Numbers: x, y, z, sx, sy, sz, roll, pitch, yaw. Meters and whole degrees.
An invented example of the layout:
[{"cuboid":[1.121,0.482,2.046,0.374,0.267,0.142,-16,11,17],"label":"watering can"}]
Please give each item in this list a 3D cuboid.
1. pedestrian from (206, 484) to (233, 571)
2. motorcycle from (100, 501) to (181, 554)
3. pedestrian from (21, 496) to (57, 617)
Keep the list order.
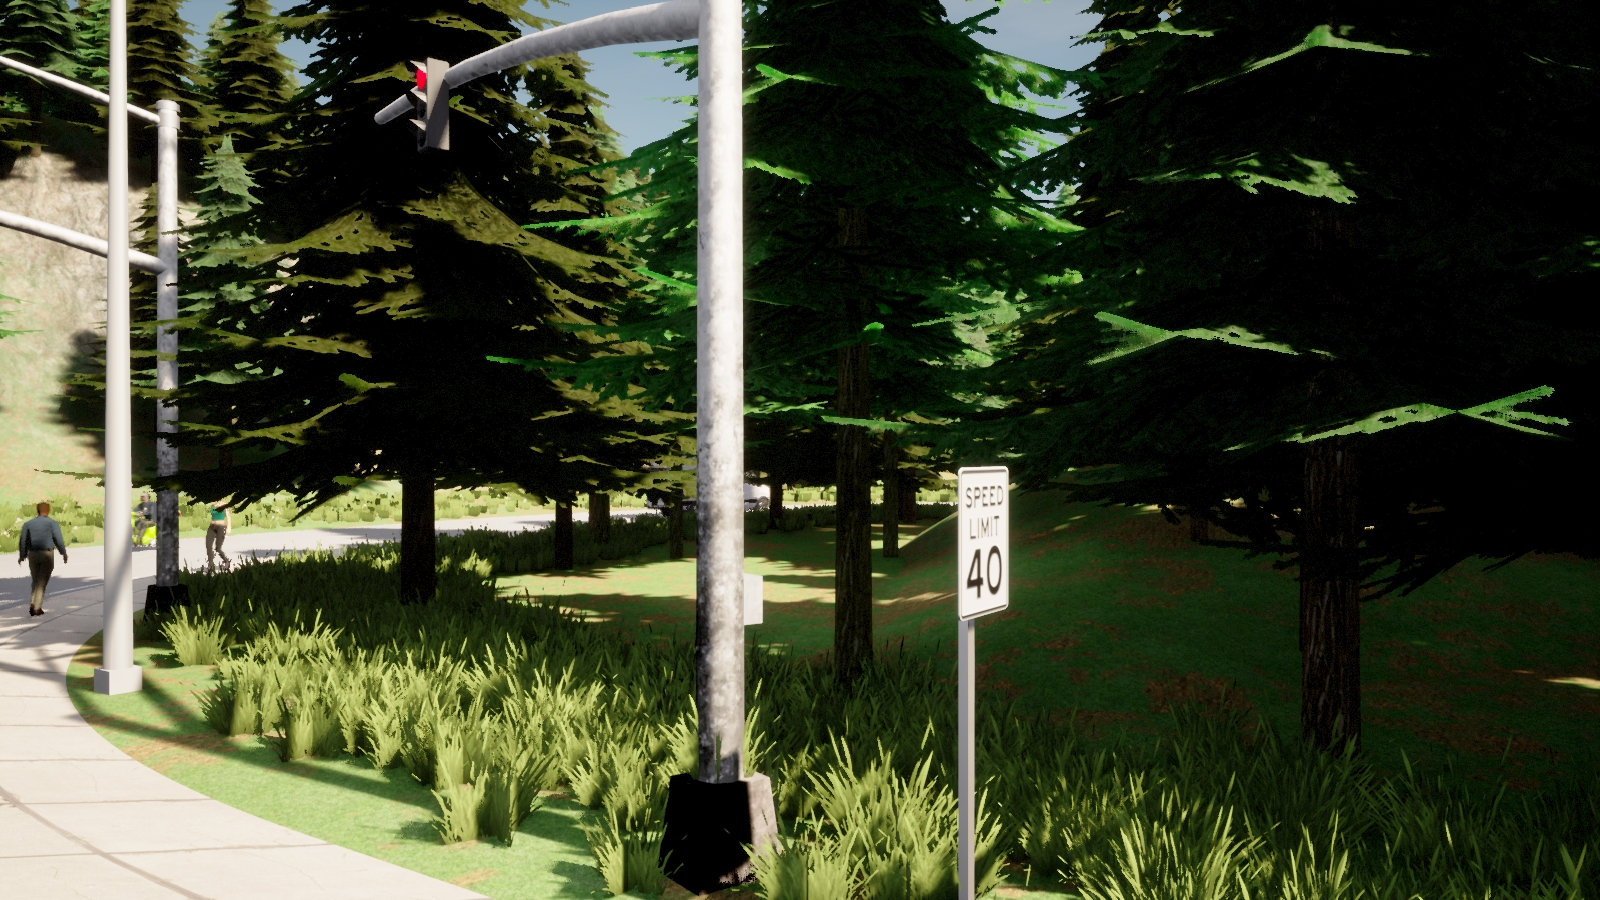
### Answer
[{"cuboid":[-12.627,1.668,24.839,0.375,1.860,0.375,0,0,9],"label":"pedestrian"},{"cuboid":[-18.174,2.113,31.533,0.856,1.316,1.805,1,0,18],"label":"motorcycle"},{"cuboid":[-12.025,1.668,18.056,0.375,1.860,0.375,0,0,-16],"label":"pedestrian"}]
